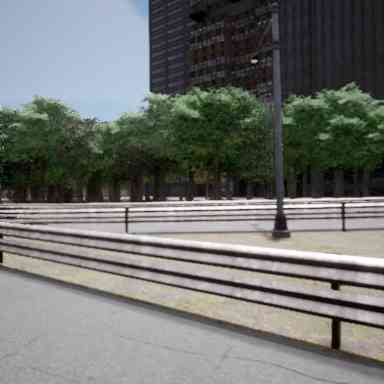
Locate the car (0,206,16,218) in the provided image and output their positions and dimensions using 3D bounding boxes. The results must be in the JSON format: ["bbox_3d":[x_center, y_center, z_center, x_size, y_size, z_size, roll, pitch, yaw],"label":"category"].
[{"bbox_3d":[-14.837,1.640,23.611,4.674,1.442,1.812,0,0,14],"label":"car"}]
